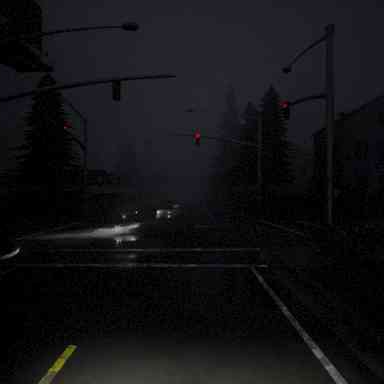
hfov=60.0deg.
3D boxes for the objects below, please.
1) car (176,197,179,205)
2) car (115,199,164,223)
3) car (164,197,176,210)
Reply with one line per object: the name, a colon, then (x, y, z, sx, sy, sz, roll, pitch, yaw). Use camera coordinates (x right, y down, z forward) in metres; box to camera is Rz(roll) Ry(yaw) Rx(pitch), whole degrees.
car: (-3.328, 1.600, 59.440, 2.033, 1.411, 5.357, 0, 0, 0)
car: (-4.085, 1.453, 25.186, 2.128, 1.511, 4.902, -1, -1, 13)
car: (-3.472, 1.563, 42.285, 1.994, 1.385, 4.181, 0, 0, 0)
